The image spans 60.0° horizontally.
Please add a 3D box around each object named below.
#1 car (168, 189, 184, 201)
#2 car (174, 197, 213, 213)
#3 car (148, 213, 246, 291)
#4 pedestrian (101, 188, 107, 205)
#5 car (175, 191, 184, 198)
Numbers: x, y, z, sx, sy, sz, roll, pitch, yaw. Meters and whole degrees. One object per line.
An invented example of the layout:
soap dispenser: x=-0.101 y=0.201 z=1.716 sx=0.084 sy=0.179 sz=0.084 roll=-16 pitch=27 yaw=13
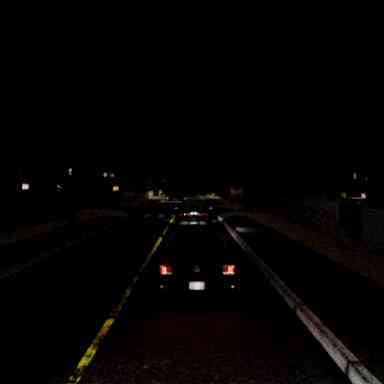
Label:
car: x=-2.773 y=0.432 z=57.289 sx=2.150 sy=2.045 sz=5.566 roll=0 pitch=1 yaw=1
car: x=0.091 y=1.230 z=18.331 sx=1.837 sy=1.490 sz=4.892 roll=0 pitch=1 yaw=0
car: x=0.099 y=1.469 z=8.559 sx=1.895 sy=1.301 sz=4.718 roll=0 pitch=1 yaw=0
pedestrian: x=-9.611 y=0.494 z=36.360 sx=0.375 sy=1.860 sz=0.375 roll=0 pitch=-1 yaw=0
car: x=-2.716 y=0.535 z=72.804 sx=1.837 sy=1.490 sz=4.892 roll=0 pitch=1 yaw=0
